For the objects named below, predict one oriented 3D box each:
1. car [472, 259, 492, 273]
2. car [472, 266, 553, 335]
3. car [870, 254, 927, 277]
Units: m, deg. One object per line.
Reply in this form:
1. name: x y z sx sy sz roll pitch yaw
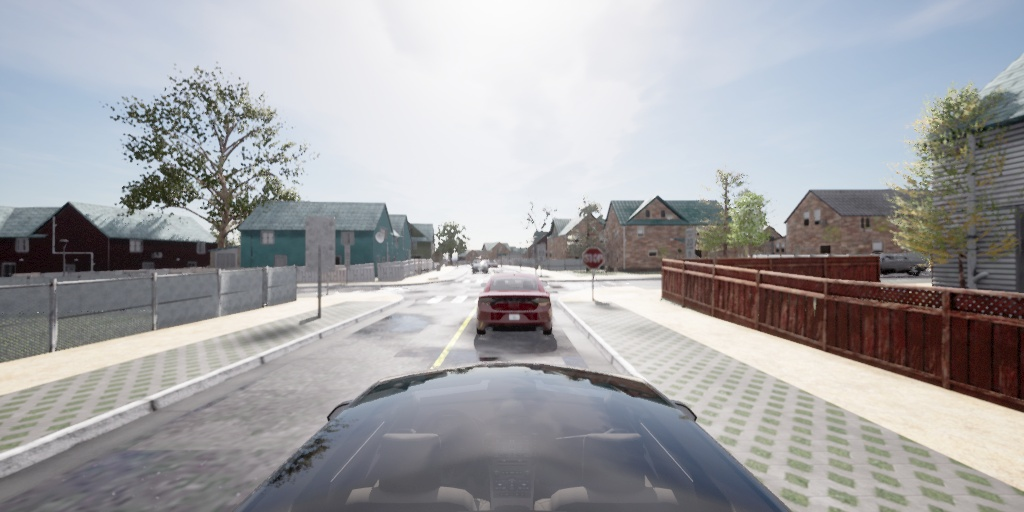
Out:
1. car: -3.751 1.332 42.740 2.128 1.511 4.902 0 0 -5
2. car: 0.065 1.223 10.529 1.882 1.535 5.008 0 0 0
3. car: 24.261 0.622 23.706 4.902 1.511 2.128 -1 0 0
